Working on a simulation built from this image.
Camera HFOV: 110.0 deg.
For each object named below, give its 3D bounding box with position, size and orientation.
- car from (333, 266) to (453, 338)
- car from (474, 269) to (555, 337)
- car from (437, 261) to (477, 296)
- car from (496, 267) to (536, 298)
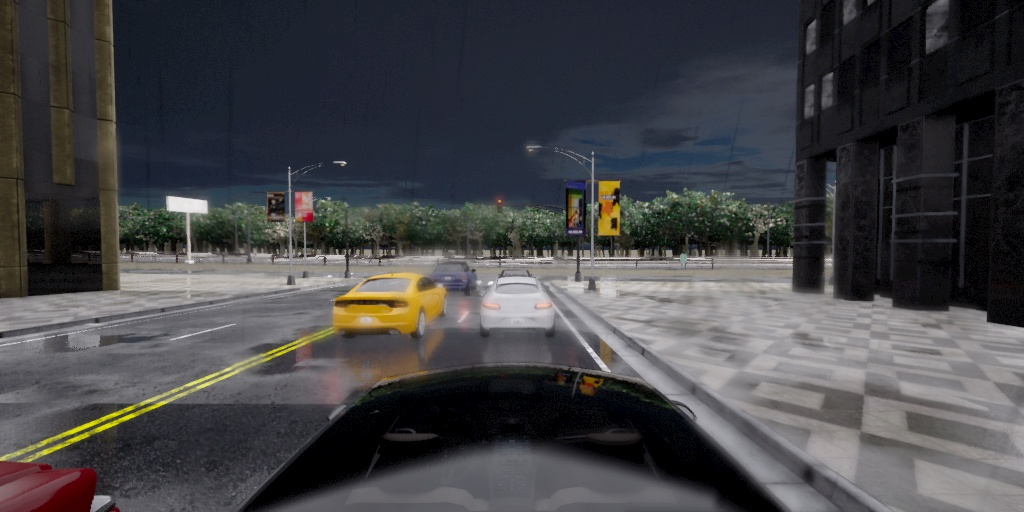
[{"bbox_3d":[-3.114,1.223,10.157,1.882,1.535,5.008,0,0,0],"label":"car"},{"bbox_3d":[0.138,1.271,10.166,1.812,1.442,4.674,0,0,0],"label":"car"},{"bbox_3d":[-3.072,1.093,19.339,2.097,1.767,4.553,0,0,0],"label":"car"},{"bbox_3d":[0.180,1.342,19.328,1.895,1.301,4.718,0,0,0],"label":"car"}]
